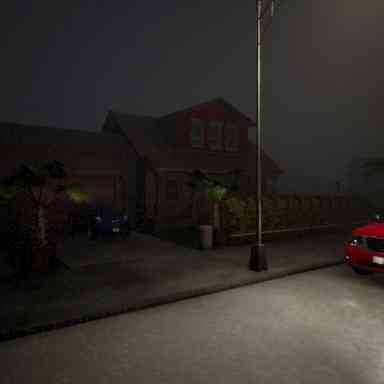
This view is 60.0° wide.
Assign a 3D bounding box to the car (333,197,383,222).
[{"bbox_3d":[14.013,1.352,26.586,2.097,1.767,4.553,0,0,-36],"label":"car"}]

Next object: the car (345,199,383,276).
[{"bbox_3d":[6.619,1.221,9.190,5.566,2.045,2.150,0,0,-34],"label":"car"}]

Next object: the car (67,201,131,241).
[{"bbox_3d":[-4.112,1.174,14.537,1.845,1.501,3.633,0,0,-38],"label":"car"}]
